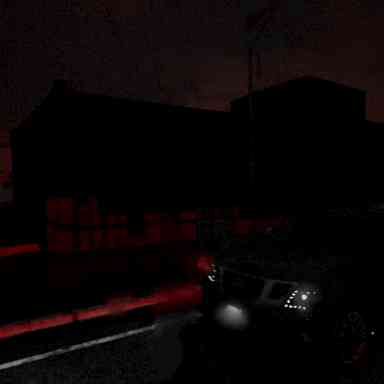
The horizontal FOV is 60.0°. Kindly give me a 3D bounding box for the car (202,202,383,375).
[{"bbox_3d":[2.806,1.239,5.997,5.566,2.045,2.150,0,0,-36],"label":"car"}]
